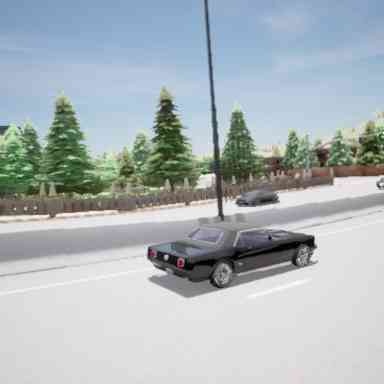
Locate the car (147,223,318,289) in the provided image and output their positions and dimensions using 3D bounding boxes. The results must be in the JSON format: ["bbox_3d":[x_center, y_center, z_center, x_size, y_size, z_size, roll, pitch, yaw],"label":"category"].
[{"bbox_3d":[1.283,1.487,8.956,4.718,1.301,1.895,-2,1,-35],"label":"car"}]

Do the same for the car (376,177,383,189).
[{"bbox_3d":[22.279,-1.172,36.869,4.902,1.511,2.128,-6,4,-35],"label":"car"}]

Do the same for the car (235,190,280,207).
[{"bbox_3d":[5.835,0.503,29.620,4.181,1.385,1.994,-6,4,-35],"label":"car"}]
